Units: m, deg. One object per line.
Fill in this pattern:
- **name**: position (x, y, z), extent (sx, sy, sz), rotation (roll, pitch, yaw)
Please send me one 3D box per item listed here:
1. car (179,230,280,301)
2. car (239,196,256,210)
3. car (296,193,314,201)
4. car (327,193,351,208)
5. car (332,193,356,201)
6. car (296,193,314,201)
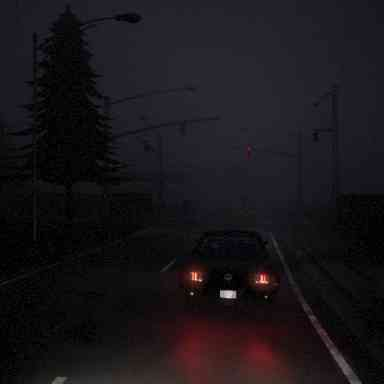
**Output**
- **car**: position (0.980, 1.601, 8.337), extent (1.895, 1.301, 4.718), rotation (0, 0, 8)
- **car**: position (7.181, 1.352, 43.278), extent (2.097, 1.767, 4.553), rotation (0, 0, 10)
- **car**: position (27.239, 1.077, 79.992), extent (3.866, 1.878, 1.905), rotation (0, 0, 10)
- **car**: position (20.193, 1.331, 43.072), extent (5.027, 1.636, 2.152), rotation (0, 0, 10)
- **car**: position (34.421, 1.097, 75.395), extent (4.605, 1.855, 1.932), rotation (0, 0, 10)
- **car**: position (26.063, 1.361, 76.823), extent (3.806, 1.475, 1.970), rotation (0, 0, 10)
